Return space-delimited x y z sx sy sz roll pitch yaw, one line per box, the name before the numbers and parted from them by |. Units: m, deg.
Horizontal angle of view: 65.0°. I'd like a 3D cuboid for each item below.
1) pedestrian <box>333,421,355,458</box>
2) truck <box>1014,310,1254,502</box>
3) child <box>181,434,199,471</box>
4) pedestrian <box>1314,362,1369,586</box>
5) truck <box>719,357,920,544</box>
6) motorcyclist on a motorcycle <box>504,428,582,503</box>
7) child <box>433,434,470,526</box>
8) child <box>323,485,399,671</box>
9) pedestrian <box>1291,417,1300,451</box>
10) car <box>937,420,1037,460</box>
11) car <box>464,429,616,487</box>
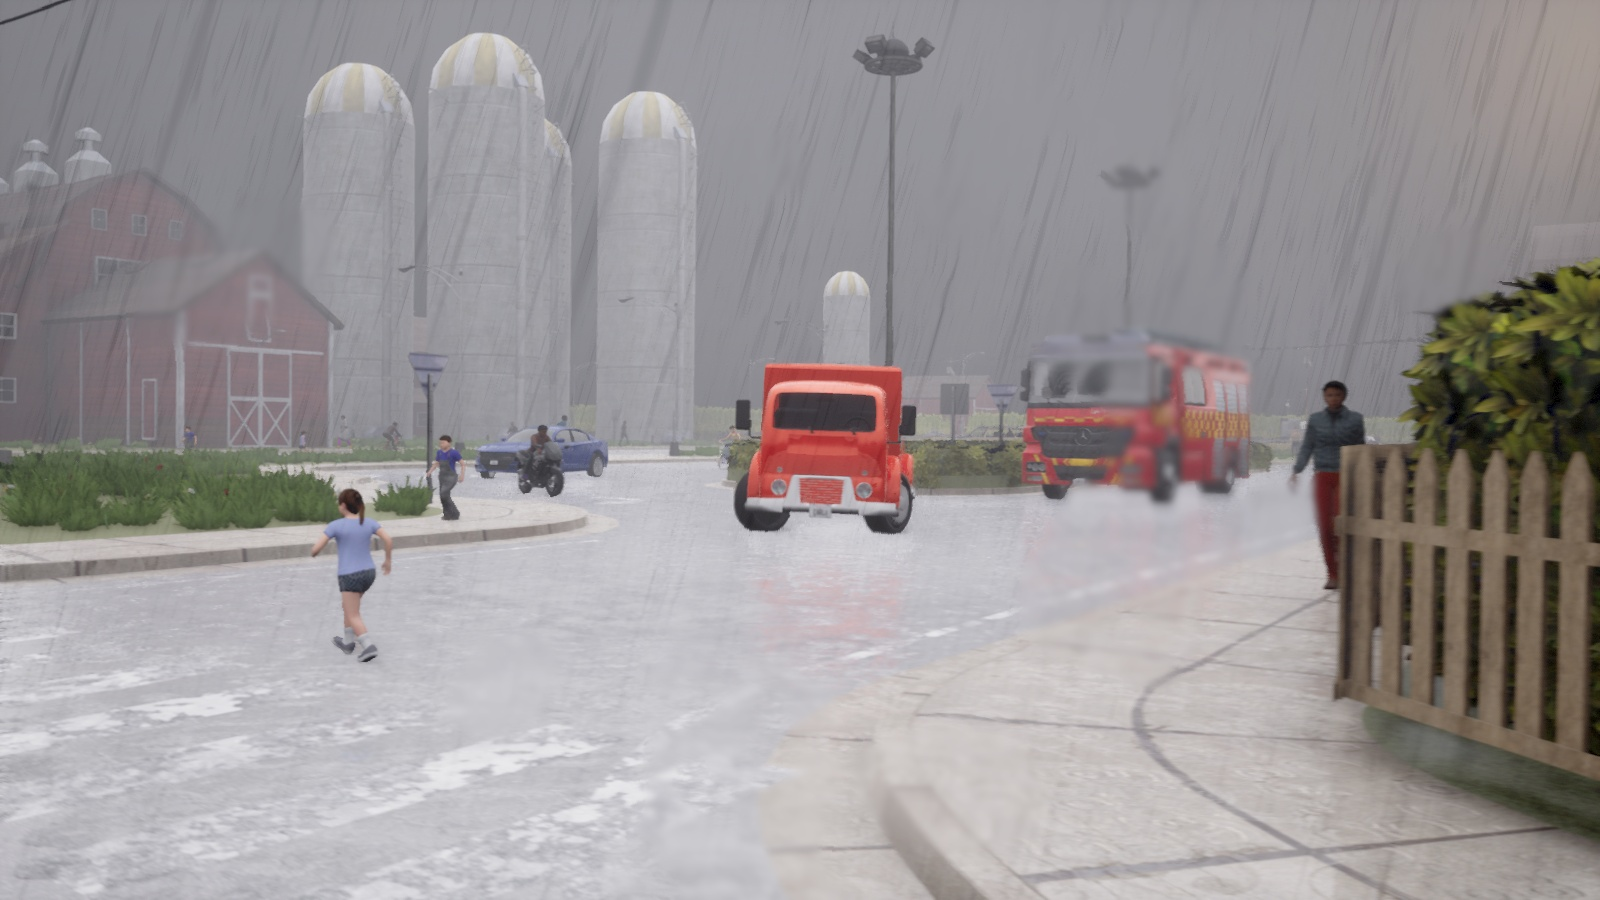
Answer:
pedestrian | -24.112 -0.556 66.372 0.659 1.952 0.873 1 1 41
truck | 8.077 -0.950 29.390 2.891 3.827 8.468 0 1 33
child | -20.752 0.088 42.729 0.270 1.263 0.437 0 1 33
pedestrian | 4.619 0.190 10.706 0.353 1.847 0.614 0 1 30
truck | 0.500 -0.083 19.417 2.627 2.467 5.204 1 2 6
motorcyclist on a motorcycle | -5.466 0.315 26.643 0.797 1.523 2.044 -1 0 -37
child | -4.845 0.411 17.460 0.270 1.263 0.437 0 1 26
child | -2.748 0.785 7.854 0.394 1.110 0.255 0 1 35
pedestrian | 26.785 -0.850 67.860 0.345 1.836 0.594 0 1 29
car | 9.135 -0.488 61.235 4.605 1.855 1.932 -1 0 -30
car | -7.347 0.167 36.065 1.882 1.535 5.008 0 1 20
